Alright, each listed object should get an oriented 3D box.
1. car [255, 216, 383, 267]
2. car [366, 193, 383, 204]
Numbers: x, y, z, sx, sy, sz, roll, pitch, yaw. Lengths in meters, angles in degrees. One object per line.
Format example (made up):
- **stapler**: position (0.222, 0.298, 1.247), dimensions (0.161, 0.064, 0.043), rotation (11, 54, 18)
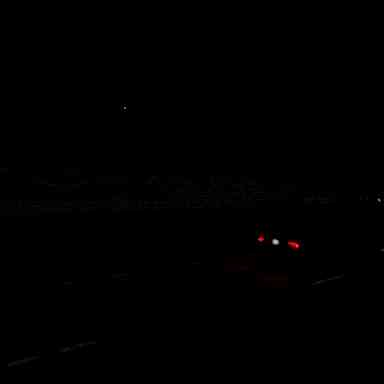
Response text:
- **car**: position (4.549, 1.539, 11.361), dimensions (5.357, 1.411, 2.033), rotation (0, 0, -35)
- **car**: position (28.811, 1.222, 50.778), dimensions (5.566, 2.045, 2.150), rotation (0, 0, -36)
